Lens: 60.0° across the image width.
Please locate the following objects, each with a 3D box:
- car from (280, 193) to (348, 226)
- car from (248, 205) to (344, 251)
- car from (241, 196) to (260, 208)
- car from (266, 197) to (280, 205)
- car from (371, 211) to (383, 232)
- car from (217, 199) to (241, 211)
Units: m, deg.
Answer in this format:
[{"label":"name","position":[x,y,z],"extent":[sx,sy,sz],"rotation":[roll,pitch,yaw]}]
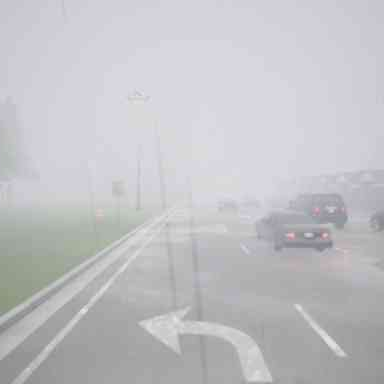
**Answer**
[{"label":"car","position":[7.336,1.082,20.211],"extent":[2.150,2.045,5.566],"rotation":[0,0,0]},{"label":"car","position":[3.859,1.456,13.524],"extent":[2.033,1.411,5.357],"rotation":[0,0,0]},{"label":"car","position":[7.261,1.250,42.120],"extent":[1.812,1.442,4.674],"rotation":[0,0,0]},{"label":"car","position":[10.763,1.282,42.422],"extent":[1.994,1.385,4.181],"rotation":[0,0,0]},{"label":"car","position":[10.849,1.238,16.389],"extent":[2.097,1.767,4.553],"rotation":[0,1,0]},{"label":"car","position":[3.782,1.365,36.242],"extent":[1.895,1.301,4.718],"rotation":[0,0,0]}]
